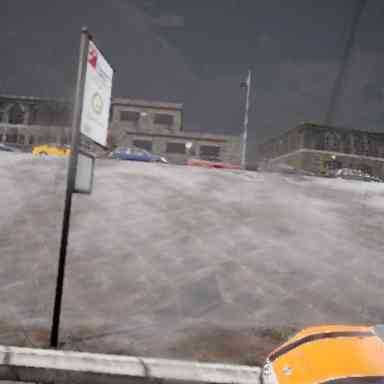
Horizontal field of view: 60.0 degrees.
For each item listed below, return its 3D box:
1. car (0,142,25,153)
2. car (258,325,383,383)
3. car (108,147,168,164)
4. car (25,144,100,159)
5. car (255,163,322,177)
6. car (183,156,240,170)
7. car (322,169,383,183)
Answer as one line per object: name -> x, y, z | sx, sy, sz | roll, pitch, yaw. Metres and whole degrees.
car -> -15.053, -3.211, 25.412 | 4.674, 1.452, 2.002 | 4, -3, 2
car -> 2.865, 1.698, 2.756 | 4.553, 1.767, 2.097 | 3, -4, 4
car -> -4.003, -2.508, 25.452 | 4.553, 1.767, 2.185 | 5, -3, -1
car -> -9.519, -2.819, 25.370 | 5.008, 1.535, 2.097 | 4, -3, 0
car -> 7.183, -1.434, 25.961 | 4.674, 1.452, 2.002 | 5, -3, -3
car -> 1.691, -1.893, 25.653 | 4.792, 1.488, 2.163 | 5, -3, -2
car -> 12.573, -1.023, 26.382 | 4.892, 1.521, 2.231 | 5, -3, -4
